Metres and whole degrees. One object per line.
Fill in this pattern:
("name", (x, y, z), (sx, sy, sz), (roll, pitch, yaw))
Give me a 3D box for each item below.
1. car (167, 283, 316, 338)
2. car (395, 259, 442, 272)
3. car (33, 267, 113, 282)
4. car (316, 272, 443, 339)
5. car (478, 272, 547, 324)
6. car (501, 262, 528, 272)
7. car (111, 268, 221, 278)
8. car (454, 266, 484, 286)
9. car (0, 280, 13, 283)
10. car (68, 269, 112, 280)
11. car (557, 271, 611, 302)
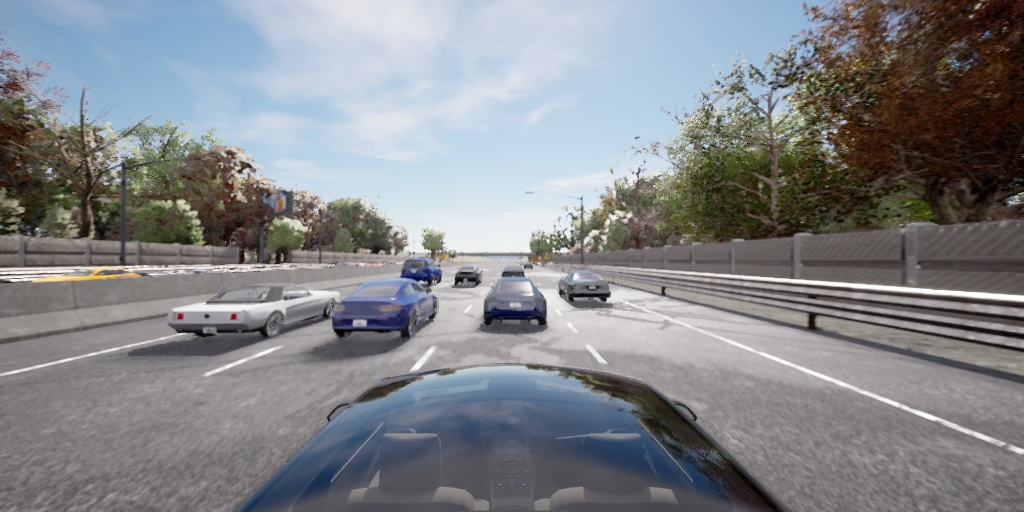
("car", (-6.902, 1.436, 10.419), (1.895, 1.301, 4.718), (0, -1, 0))
("car", (-6.903, 1.229, 27.865), (2.150, 2.045, 5.566), (0, -1, 0))
("car", (-24.600, 1.418, 21.192), (1.882, 1.535, 5.008), (0, -1, 0))
("car", (-3.400, 1.360, 10.311), (1.812, 1.442, 4.674), (0, -1, 0))
("car", (0.099, 1.419, 12.474), (1.994, 1.385, 4.181), (0, -1, 0))
("car", (0.098, 1.508, 30.182), (1.882, 1.535, 5.008), (0, -1, 0))
("car", (-17.601, 1.413, 19.237), (2.128, 1.511, 4.902), (0, -1, 0))
("car", (-3.402, 1.520, 28.607), (1.837, 1.490, 4.892), (0, -1, 0))
("car", (-28.101, 1.502, 17.222), (1.895, 1.301, 4.718), (0, -1, 0))
("car", (-21.101, 1.532, 20.254), (1.895, 1.301, 4.718), (0, -1, 0))
("car", (3.499, 1.458, 18.177), (2.033, 1.411, 5.357), (0, -1, 0))
